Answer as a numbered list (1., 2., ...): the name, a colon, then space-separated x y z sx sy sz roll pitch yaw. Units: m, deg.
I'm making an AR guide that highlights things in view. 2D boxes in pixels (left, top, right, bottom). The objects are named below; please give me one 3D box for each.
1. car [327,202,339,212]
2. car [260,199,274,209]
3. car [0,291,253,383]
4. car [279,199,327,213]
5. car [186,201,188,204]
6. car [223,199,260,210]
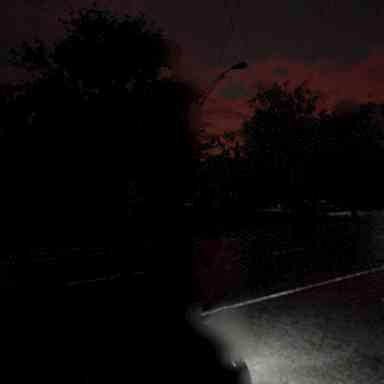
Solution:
1. car: 14.759 1.538 38.945 1.812 1.442 4.674 0 0 -38
2. car: 9.120 1.613 46.255 1.895 1.301 4.718 0 0 -38
3. car: -1.478 1.564 2.629 4.181 1.385 1.994 0 0 -36
4. car: 11.924 1.519 36.888 1.837 1.490 4.892 0 0 -38
5. car: -2.596 1.577 61.506 1.994 1.385 4.181 0 0 -37
6. car: 6.306 1.615 44.171 1.895 1.301 4.718 0 0 -38
